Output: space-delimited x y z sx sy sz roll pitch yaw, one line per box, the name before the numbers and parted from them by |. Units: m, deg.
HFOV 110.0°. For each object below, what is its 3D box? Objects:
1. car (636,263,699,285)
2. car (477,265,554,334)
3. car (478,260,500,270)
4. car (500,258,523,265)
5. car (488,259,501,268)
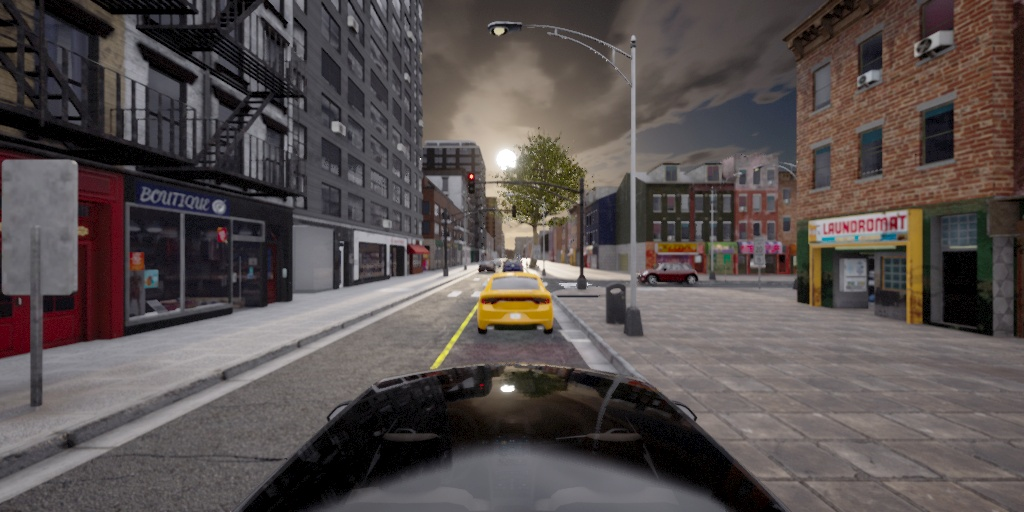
car | 10.921 1.211 25.621 4.097 1.591 1.967 0 0 0
car | 0.086 1.208 10.609 1.882 1.535 5.008 0 0 0
car | -2.849 1.216 41.609 2.033 1.411 5.357 0 0 0
car | 0.098 1.025 39.400 2.097 1.767 4.553 0 0 0
car | -2.819 1.242 59.699 1.895 1.301 4.718 0 0 0
